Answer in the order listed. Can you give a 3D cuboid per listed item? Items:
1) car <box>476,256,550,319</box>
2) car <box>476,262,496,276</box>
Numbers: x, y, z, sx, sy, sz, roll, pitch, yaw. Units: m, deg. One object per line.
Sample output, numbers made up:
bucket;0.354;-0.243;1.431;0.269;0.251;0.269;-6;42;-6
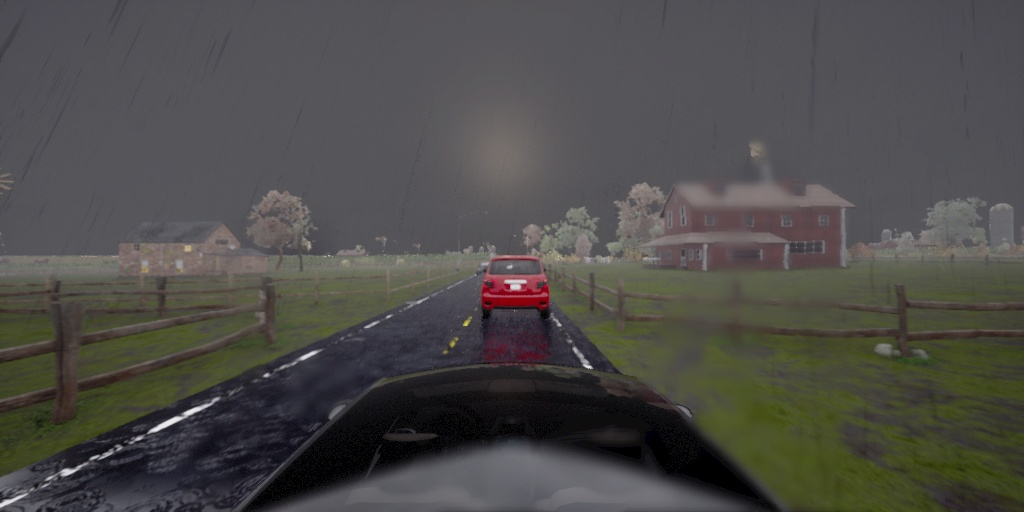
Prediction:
car;0.106;1.009;13.172;2.150;2.045;5.566;0;0;0
car;-2.828;1.403;40.010;1.812;1.442;4.674;0;0;0
